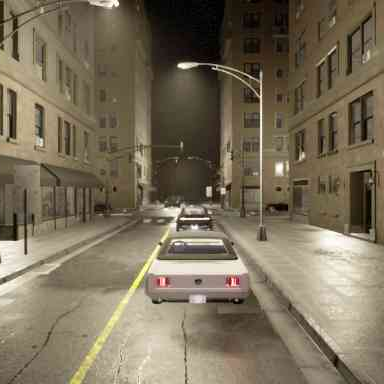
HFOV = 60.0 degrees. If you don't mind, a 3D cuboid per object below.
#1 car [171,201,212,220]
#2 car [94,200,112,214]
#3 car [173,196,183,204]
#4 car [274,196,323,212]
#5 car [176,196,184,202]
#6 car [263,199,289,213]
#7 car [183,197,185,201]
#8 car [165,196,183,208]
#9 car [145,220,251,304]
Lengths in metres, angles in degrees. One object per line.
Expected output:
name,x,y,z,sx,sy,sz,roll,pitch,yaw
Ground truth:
car,0.109,1.499,18.295,2.128,1.511,4.902,0,0,-1
car,-11.397,1.581,35.939,5.357,1.411,2.033,0,0,0
car,-2.754,1.582,67.658,1.837,1.490,4.892,0,0,1
car,12.275,1.353,38.536,5.009,1.841,2.192,0,0,0
car,-2.734,1.616,77.946,1.812,1.442,4.674,0,0,0
car,10.010,1.520,36.060,4.902,1.511,2.128,0,0,1
car,-2.819,1.552,58.190,2.128,1.511,4.902,0,0,0
car,-2.834,1.398,48.979,2.097,1.767,4.553,0,0,0
car,0.106,1.602,8.074,1.895,1.301,4.718,0,0,0
